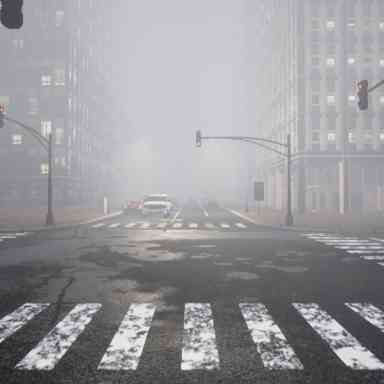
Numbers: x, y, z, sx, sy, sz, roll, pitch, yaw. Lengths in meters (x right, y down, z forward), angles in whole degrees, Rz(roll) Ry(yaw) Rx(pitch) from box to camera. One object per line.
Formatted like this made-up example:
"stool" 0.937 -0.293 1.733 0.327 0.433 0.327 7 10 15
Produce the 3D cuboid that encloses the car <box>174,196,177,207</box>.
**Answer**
"car" -3.116 1.541 40.183 1.812 1.442 4.674 0 0 0

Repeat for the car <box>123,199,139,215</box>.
"car" -5.690 1.453 33.694 1.967 1.590 4.097 1 0 0

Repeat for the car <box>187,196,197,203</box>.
"car" 0.044 1.589 70.917 1.994 1.385 4.181 0 0 0

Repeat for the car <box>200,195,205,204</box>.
"car" 2.679 1.547 56.236 1.752 1.417 4.829 1 0 0

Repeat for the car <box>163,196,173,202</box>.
"car" -5.712 1.581 78.296 2.008 1.369 4.403 1 0 0

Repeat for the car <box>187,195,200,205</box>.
"car" 0.069 1.570 59.884 2.033 1.411 5.357 0 0 -1

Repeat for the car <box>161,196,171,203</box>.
"car" -5.710 1.573 72.720 1.887 1.381 4.507 1 0 0

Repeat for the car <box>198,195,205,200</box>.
"car" 2.660 1.583 95.106 1.887 1.381 4.507 1 0 0

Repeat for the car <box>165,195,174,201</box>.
"car" -5.715 1.578 83.871 1.887 1.381 4.507 1 0 0

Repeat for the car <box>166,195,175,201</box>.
"car" -5.718 1.586 89.446 2.008 1.369 4.403 1 0 0

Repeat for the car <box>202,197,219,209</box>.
"car" 2.682 1.599 44.910 1.802 1.307 4.206 1 0 0

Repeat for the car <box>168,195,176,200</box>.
"car" -5.721 1.604 95.021 1.947 1.339 4.313 1 0 0

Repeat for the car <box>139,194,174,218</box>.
"car" -3.111 1.233 30.261 2.150 2.045 5.566 0 0 0

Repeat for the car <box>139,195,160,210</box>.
"car" -5.692 1.332 44.845 2.192 1.841 5.009 1 0 0

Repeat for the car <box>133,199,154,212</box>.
"car" -5.695 1.597 39.269 1.802 1.307 4.206 1 0 0

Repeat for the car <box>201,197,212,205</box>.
"car" 2.675 1.590 61.643 1.947 1.339 4.313 1 0 0
